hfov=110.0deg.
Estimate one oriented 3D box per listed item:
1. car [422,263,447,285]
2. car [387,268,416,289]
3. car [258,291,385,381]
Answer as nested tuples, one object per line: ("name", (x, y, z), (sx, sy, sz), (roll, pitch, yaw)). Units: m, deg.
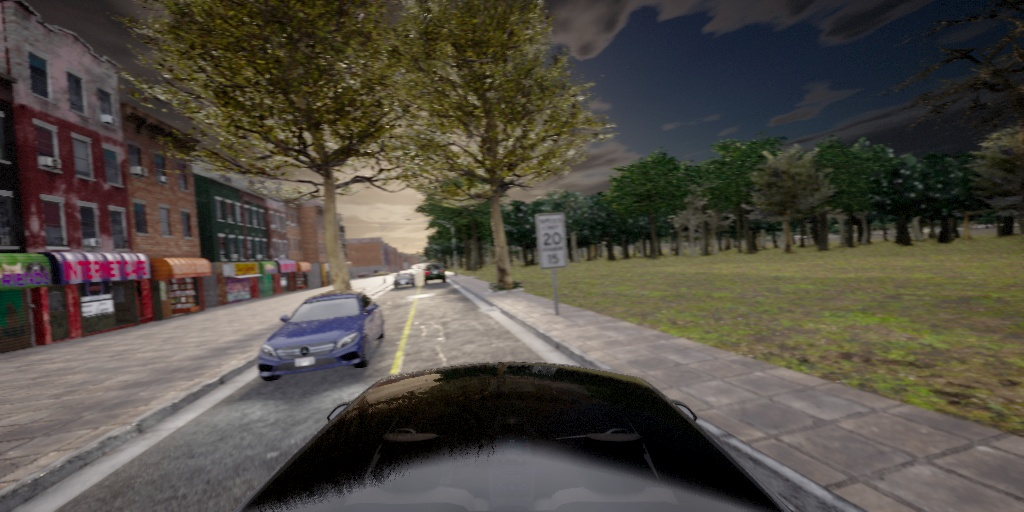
("car", (-8.056, 1.780, 37.318), (2.150, 2.045, 5.566), (-5, 0, -13))
("car", (-10.276, 2.220, 34.413), (2.128, 1.511, 4.902), (-5, -1, -13))
("car", (-4.202, 1.626, 8.570), (1.812, 1.442, 4.674), (-5, 0, -13))
